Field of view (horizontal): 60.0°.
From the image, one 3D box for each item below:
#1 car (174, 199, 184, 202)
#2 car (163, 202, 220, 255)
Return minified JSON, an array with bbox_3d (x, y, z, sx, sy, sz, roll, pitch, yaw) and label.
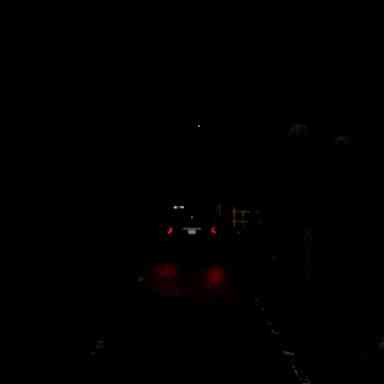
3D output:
[{"bbox_3d":[-2.762,2.188,70.823,2.097,1.767,4.553,0,-1,0],"label":"car"},{"bbox_3d":[-0.001,1.486,14.082,2.097,1.767,4.553,0,-1,0],"label":"car"}]
